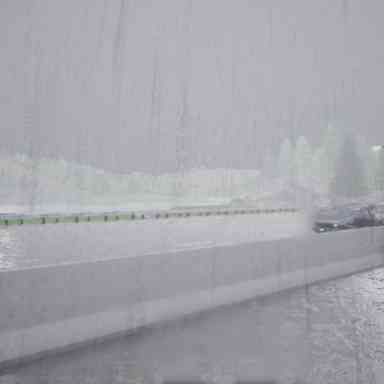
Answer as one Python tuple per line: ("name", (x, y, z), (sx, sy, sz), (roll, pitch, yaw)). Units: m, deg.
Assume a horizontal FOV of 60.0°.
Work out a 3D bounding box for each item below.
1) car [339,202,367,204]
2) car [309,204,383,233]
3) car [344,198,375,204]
("car", (10.548, 1.654, 24.407), (4.181, 1.385, 1.994), (0, 0, -35))
("car", (8.987, 1.620, 19.000), (5.357, 1.411, 2.033), (0, 0, -35))
("car", (15.159, 1.628, 31.989), (4.892, 1.490, 1.837), (0, 0, -35))
